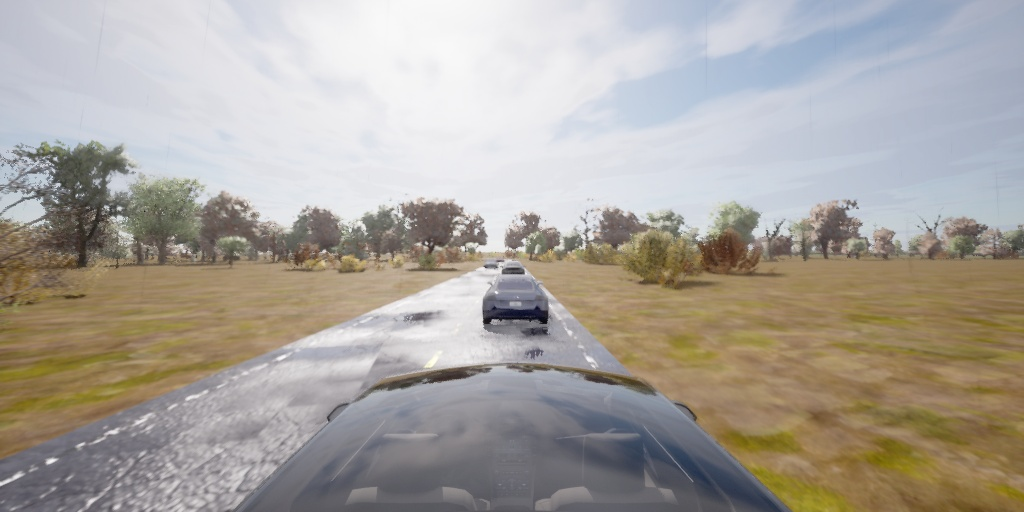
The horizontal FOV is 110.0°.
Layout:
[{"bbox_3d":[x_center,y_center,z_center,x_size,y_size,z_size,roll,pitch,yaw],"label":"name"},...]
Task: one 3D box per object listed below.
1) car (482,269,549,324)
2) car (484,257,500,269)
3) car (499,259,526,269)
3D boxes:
[{"bbox_3d":[0.100,1.295,11.941,1.994,1.385,4.181,0,0,0],"label":"car"},{"bbox_3d":[-3.061,1.163,52.345,1.812,1.442,4.674,0,0,0],"label":"car"},{"bbox_3d":[0.101,1.199,29.603,1.837,1.490,4.892,0,0,0],"label":"car"}]
